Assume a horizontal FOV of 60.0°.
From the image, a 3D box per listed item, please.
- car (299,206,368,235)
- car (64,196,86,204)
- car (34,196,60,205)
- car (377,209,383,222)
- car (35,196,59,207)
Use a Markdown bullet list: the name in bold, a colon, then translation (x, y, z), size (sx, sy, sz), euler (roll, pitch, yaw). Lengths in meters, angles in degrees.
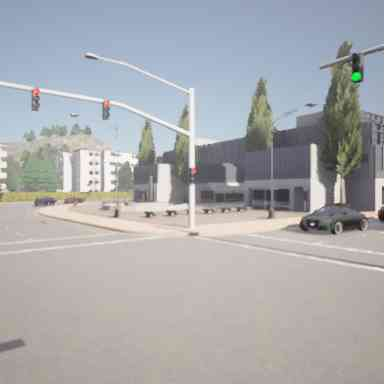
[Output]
- **car**: translation (7.757, 1.450, 18.126), size (4.181, 1.385, 1.994), euler (0, 0, -35)
- **car**: translation (-21.315, 1.443, 60.766), size (1.994, 1.385, 4.181), euler (0, 0, 17)
- **car**: translation (-25.405, 1.437, 58.459), size (1.812, 1.442, 4.674), euler (0, 0, 10)
- **car**: translation (14.896, 1.427, 23.205), size (4.718, 1.301, 1.895), euler (0, 0, -35)
- **car**: translation (-22.240, 1.429, 50.774), size (1.837, 1.490, 4.892), euler (0, 0, -1)
